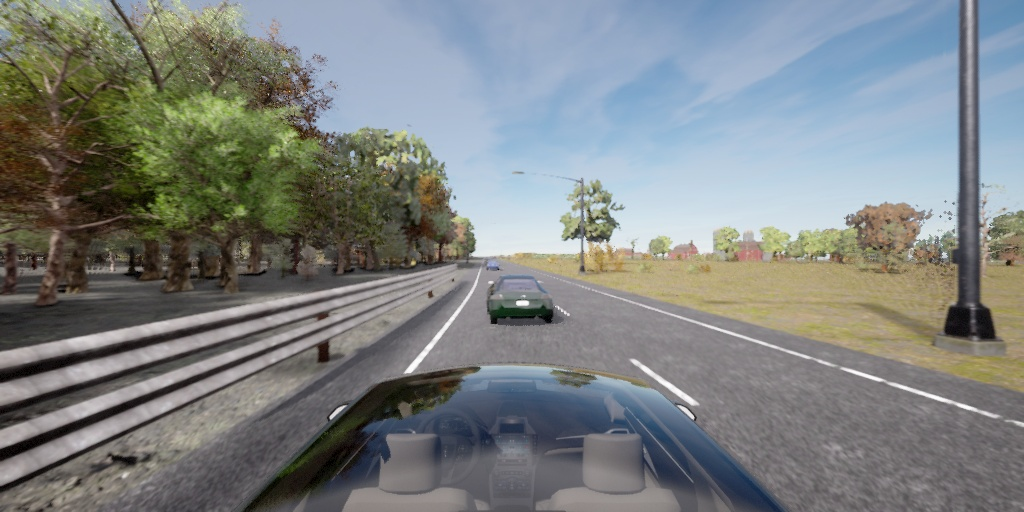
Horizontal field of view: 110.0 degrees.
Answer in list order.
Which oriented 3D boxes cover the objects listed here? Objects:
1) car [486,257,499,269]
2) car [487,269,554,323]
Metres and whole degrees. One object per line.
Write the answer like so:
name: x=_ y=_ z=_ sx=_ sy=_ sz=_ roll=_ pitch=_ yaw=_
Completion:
car: x=-2.846 y=1.300 z=52.830 sx=2.033 sy=1.411 sz=5.357 roll=0 pitch=0 yaw=-4
car: x=0.158 y=1.320 z=12.228 sx=1.994 sy=1.385 sz=4.181 roll=0 pitch=0 yaw=-4
